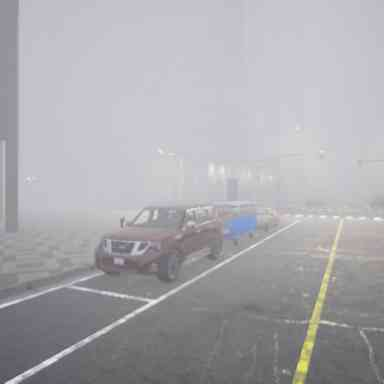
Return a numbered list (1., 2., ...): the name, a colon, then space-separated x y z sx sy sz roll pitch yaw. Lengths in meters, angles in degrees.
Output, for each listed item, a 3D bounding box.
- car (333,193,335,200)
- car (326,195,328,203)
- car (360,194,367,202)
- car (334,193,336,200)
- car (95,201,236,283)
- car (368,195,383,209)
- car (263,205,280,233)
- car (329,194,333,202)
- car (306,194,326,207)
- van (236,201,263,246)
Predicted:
1. car: 32.656 1.576 79.900 1.887 1.381 4.507 0 0 25
2. car: 20.544 1.298 54.415 2.192 1.841 5.009 0 0 25
3. car: 42.776 1.648 81.331 1.887 1.381 4.507 0 0 25
4. car: 35.006 1.570 84.844 1.752 1.417 4.829 0 0 25
5. car: -0.603 1.278 9.929 2.192 1.841 5.009 0 0 25
6. car: 25.817 1.350 45.650 2.192 1.841 5.009 0 0 25
7. car: 4.068 1.488 19.754 1.752 1.417 4.829 0 0 25
8. car: 27.811 1.573 69.706 1.947 1.339 4.313 0 0 25
9. car: 18.122 1.293 49.318 2.192 1.841 5.009 0 0 25
10. van: 1.769 1.304 14.919 1.690 1.788 3.998 0 0 25
